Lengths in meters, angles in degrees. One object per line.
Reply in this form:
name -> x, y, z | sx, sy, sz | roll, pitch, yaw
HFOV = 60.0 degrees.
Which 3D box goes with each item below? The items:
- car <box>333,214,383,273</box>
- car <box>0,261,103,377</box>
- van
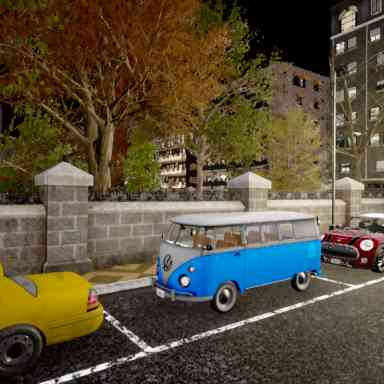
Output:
car -> 5.705, 1.442, 10.604 | 4.097, 1.590, 1.967 | 0, 1, -35
car -> -3.581, 1.525, 3.995 | 4.829, 1.417, 1.752 | 0, 1, -35
van -> 1.132, 1.342, 7.347 | 3.998, 1.788, 1.690 | 0, 1, -35
